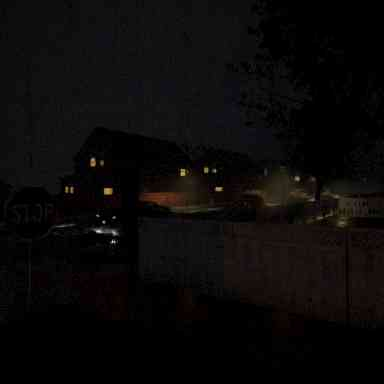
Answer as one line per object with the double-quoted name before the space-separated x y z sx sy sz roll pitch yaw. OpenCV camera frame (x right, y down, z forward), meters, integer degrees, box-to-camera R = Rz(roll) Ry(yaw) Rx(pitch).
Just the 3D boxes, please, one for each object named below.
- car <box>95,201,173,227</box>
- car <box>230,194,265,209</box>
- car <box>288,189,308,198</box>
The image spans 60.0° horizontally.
"car" -3.374 1.253 20.692 2.033 1.411 5.357 2 2 35
"car" 5.661 0.946 33.504 1.882 1.535 5.008 2 2 35
"car" 14.734 0.375 46.213 1.812 1.442 4.674 2 2 35
